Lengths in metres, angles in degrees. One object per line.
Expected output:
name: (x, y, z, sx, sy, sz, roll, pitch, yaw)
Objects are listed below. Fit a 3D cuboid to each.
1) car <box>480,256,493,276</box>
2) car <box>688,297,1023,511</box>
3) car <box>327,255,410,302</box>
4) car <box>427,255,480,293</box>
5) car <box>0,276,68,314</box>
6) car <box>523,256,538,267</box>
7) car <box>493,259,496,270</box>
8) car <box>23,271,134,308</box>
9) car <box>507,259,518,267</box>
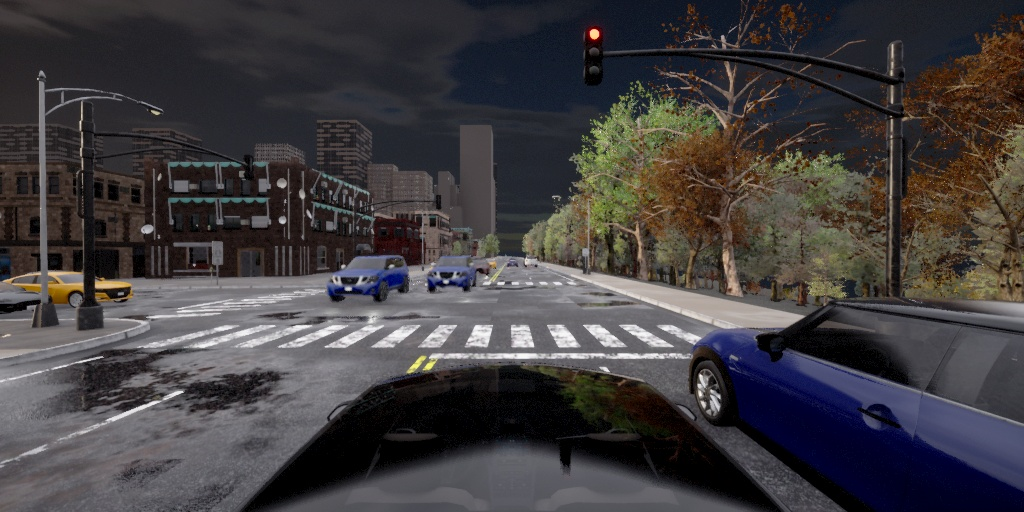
car: (-3.348, 1.090, 36.797, 2.097, 1.767, 4.553, 0, 0, 0)
car: (3.351, 1.102, 2.850, 2.097, 1.767, 4.553, 0, 0, 0)
car: (-6.597, 0.967, 17.219, 2.150, 2.045, 5.566, 0, 0, 0)
car: (-3.348, 0.969, 20.971, 2.150, 2.045, 5.566, 0, 0, 0)
car: (-19.946, 1.565, 13.307, 4.313, 1.339, 1.948, 0, 0, 0)
car: (3.355, 0.948, 63.657, 2.150, 2.045, 5.566, 0, 0, 0)
car: (-3.339, 1.209, 53.334, 1.882, 1.535, 5.008, 0, 0, 0)
car: (-20.009, 1.450, 16.003, 5.008, 1.535, 1.882, -1, 1, -1)
car: (0.102, 1.252, 64.506, 1.812, 1.442, 4.674, 0, 0, 0)
